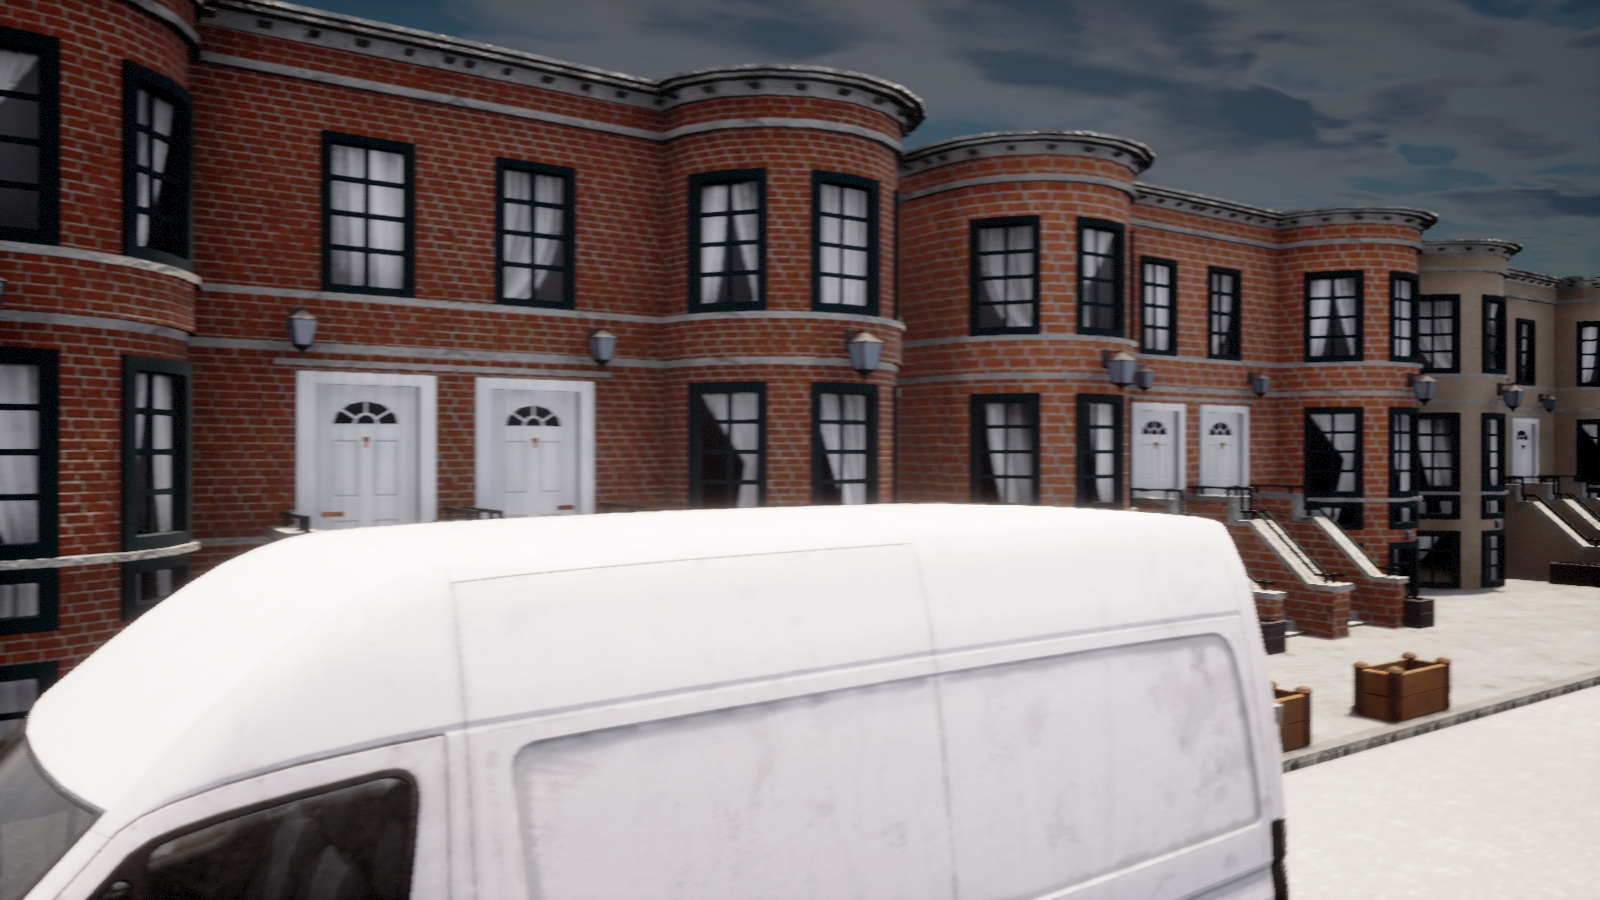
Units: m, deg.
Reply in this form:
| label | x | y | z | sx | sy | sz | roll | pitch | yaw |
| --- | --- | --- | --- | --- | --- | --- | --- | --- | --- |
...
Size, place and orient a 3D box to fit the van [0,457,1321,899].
| label | x | y | z | sx | sy | sz | roll | pitch | yaw |
| --- | --- | --- | --- | --- | --- | --- | --- | --- | --- |
| van | -0.856 | 1.316 | 3.799 | 5.915 | 2.561 | 1.988 | 0 | 0 | -35 |
